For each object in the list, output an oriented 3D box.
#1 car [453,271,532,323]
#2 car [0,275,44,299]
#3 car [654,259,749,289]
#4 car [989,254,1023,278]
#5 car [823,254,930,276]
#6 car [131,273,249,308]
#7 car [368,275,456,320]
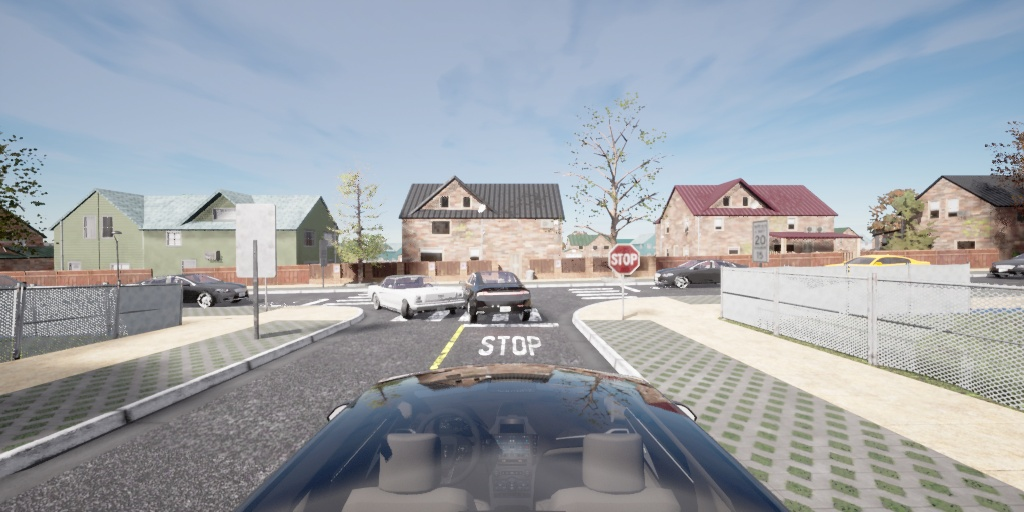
[{"bbox_3d":[-0.687,1.243,12.177,2.128,1.511,4.902,0,0,-12],"label":"car"},{"bbox_3d":[-24.241,1.648,16.489,4.553,1.767,2.097,-1,1,0],"label":"car"},{"bbox_3d":[10.328,0.926,19.587,4.902,1.511,2.128,-1,1,0],"label":"car"},{"bbox_3d":[29.383,0.478,19.662,4.902,1.511,2.128,-1,1,0],"label":"car"},{"bbox_3d":[19.759,0.690,19.624,5.008,1.535,1.882,-1,1,-1],"label":"car"},{"bbox_3d":[-14.904,1.567,16.531,4.902,1.511,2.128,-1,1,0],"label":"car"},{"bbox_3d":[-3.603,1.368,13.036,1.895,1.301,4.718,0,0,-38],"label":"car"}]
